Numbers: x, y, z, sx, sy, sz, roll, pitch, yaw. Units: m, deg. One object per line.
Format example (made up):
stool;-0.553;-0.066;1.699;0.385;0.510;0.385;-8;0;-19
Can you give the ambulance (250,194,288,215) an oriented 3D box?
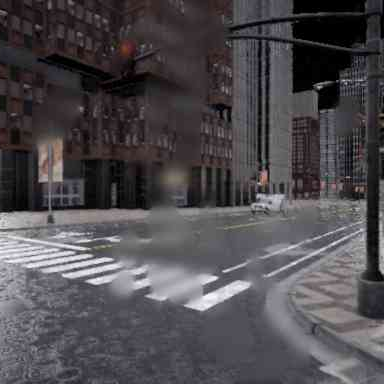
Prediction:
ambulance;9.431;1.495;41.380;2.351;2.431;6.366;0;-1;36
